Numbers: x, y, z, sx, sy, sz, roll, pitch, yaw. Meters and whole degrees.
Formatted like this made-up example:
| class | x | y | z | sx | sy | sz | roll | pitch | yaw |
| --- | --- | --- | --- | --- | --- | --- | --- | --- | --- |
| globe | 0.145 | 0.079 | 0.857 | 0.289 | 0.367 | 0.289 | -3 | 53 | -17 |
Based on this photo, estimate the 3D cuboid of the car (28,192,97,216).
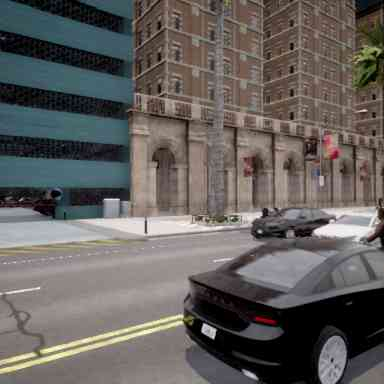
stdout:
| class | x | y | z | sx | sy | sz | roll | pitch | yaw |
| --- | --- | --- | --- | --- | --- | --- | --- | --- | --- |
| car | -11.474 | 1.029 | 30.439 | 5.566 | 2.045 | 2.435 | 0 | 0 | -35 |

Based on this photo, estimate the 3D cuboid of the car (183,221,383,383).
| class | x | y | z | sx | sy | sz | roll | pitch | yaw |
| --- | --- | --- | --- | --- | --- | --- | --- | --- | --- |
| car | 2.218 | 1.478 | 5.327 | 5.008 | 1.535 | 1.882 | 0 | 0 | -35 |

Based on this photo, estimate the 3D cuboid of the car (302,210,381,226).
| class | x | y | z | sx | sy | sz | roll | pitch | yaw |
| --- | --- | --- | --- | --- | --- | --- | --- | --- | --- |
| car | 6.586 | 1.526 | 12.947 | 4.674 | 1.442 | 1.812 | 0 | 0 | -35 |

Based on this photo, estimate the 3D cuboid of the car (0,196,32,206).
| class | x | y | z | sx | sy | sz | roll | pitch | yaw |
| --- | --- | --- | --- | --- | --- | --- | --- | --- | --- |
| car | -29.183 | 1.413 | 54.781 | 4.786 | 1.482 | 2.161 | 0 | 0 | -35 |

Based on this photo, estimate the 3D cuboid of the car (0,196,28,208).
| class | x | y | z | sx | sy | sz | roll | pitch | yaw |
| --- | --- | --- | --- | --- | --- | --- | --- | --- | --- |
| car | -22.829 | 1.463 | 45.067 | 4.718 | 1.301 | 1.895 | 0 | 0 | -35 |

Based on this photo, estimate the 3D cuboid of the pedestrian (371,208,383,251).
| class | x | y | z | sx | sy | sz | roll | pitch | yaw |
| --- | --- | --- | --- | --- | --- | --- | --- | --- | --- |
| pedestrian | 4.670 | 1.294 | 8.016 | 0.375 | 1.860 | 0.375 | 0 | 0 | -35 |

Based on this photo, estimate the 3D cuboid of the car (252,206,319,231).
| class | x | y | z | sx | sy | sz | roll | pitch | yaw |
| --- | --- | --- | --- | --- | --- | --- | --- | --- | --- |
| car | 5.035 | 1.477 | 16.139 | 5.008 | 1.535 | 1.882 | 0 | 0 | -35 |
